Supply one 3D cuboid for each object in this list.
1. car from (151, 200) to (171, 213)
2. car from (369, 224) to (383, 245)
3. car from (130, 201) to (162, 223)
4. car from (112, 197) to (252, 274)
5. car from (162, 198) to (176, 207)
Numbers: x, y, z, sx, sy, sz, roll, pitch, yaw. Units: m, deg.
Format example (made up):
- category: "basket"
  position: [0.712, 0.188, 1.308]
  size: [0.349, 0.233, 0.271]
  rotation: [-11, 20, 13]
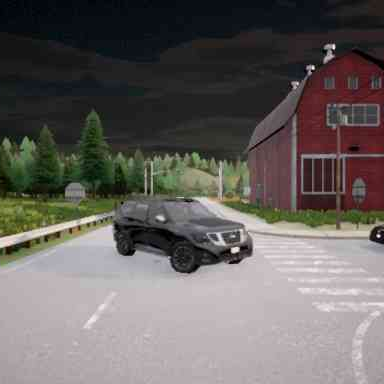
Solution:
- category: "car"
  position: [-3.541, 1.605, 38.687]
  size: [1.895, 1.301, 4.718]
  rotation: [0, 0, 0]
- category: "car"
  position: [9.389, 1.565, 13.119]
  size: [4.181, 1.385, 1.994]
  rotation: [0, 0, 2]
- category: "car"
  position: [-3.561, 1.509, 26.338]
  size: [1.837, 1.490, 4.892]
  rotation: [0, 0, 0]
- category: "car"
  position: [-0.636, 1.225, 11.096]
  size: [2.150, 2.045, 5.566]
  rotation: [-2, 1, -41]
- category: "car"
  position: [-3.498, 1.606, 51.962]
  size: [1.895, 1.301, 4.718]
  rotation: [0, 0, 0]
